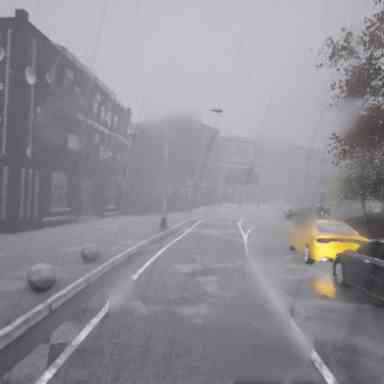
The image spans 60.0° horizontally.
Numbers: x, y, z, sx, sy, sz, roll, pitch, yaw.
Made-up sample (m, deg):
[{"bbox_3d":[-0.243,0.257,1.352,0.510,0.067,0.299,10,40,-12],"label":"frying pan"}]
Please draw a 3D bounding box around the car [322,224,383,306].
[{"bbox_3d":[4.674,1.740,7.179,1.837,1.490,4.892,2,-1,3],"label":"car"}]

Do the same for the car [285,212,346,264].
[{"bbox_3d":[5.078,1.795,13.015,1.882,1.535,5.008,2,-1,6],"label":"car"}]

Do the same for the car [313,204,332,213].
[{"bbox_3d":[17.004,2.350,44.356,1.837,1.490,4.892,0,0,42],"label":"car"}]

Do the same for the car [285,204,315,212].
[{"bbox_3d":[11.706,2.306,36.524,1.895,1.301,4.718,1,0,31],"label":"car"}]
